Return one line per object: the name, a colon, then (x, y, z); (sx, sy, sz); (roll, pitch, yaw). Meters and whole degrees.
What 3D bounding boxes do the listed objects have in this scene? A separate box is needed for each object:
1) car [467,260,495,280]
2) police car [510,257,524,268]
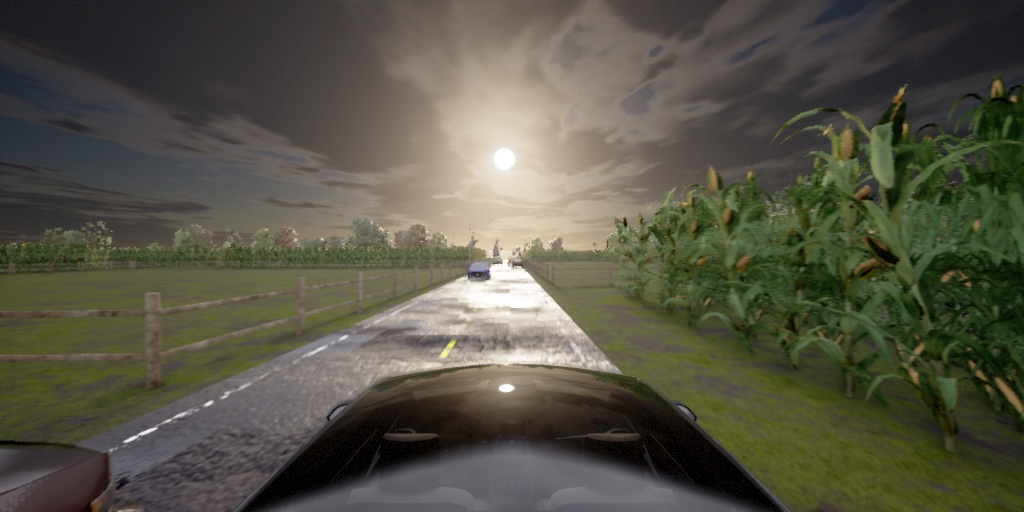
car: (-2.841, 1.246, 32.067); (1.882, 1.535, 5.008); (0, 0, 0)
police car: (0.969, 1.195, 61.305); (1.930, 1.638, 5.238); (0, 0, 0)
